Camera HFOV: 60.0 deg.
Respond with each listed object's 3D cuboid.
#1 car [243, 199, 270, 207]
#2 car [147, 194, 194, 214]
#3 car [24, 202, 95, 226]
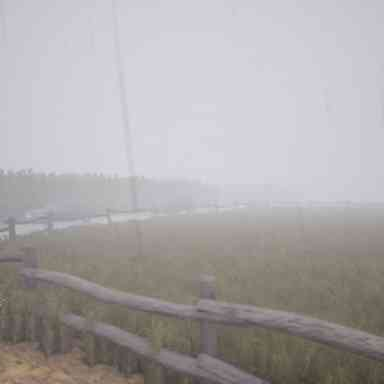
[{"bbox_3d":[8.118,1.517,41.381,2.033,1.411,5.357,0,0,33],"label":"car"},{"bbox_3d":[-1.966,1.188,32.788,2.150,2.045,5.566,0,0,36],"label":"car"},{"bbox_3d":[-8.983,1.456,22.920,2.128,1.511,4.902,0,0,35],"label":"car"}]
